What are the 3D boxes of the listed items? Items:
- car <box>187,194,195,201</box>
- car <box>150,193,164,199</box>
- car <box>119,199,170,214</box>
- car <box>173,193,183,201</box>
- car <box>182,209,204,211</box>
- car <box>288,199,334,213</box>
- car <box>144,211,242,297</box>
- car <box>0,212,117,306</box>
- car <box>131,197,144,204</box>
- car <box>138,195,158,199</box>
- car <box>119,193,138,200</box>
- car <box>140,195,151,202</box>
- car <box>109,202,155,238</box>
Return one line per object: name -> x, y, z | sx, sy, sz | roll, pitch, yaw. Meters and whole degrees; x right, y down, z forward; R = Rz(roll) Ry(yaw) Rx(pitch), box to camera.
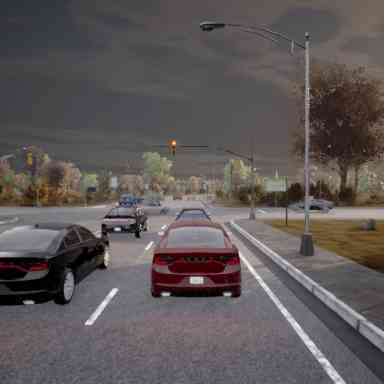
car -> -0.204, 1.348, 85.809 | 2.097, 1.767, 4.553 | 0, 0, 0
car -> -7.197, 1.221, 64.551 | 2.150, 2.045, 5.566 | 0, 0, 1
car -> -4.359, 1.601, 31.570 | 1.895, 1.301, 4.718 | 0, 0, 39
car -> -3.703, 1.217, 85.445 | 2.150, 2.045, 5.566 | 0, 0, 0
car -> 0.061, 1.564, 17.605 | 1.994, 1.385, 4.181 | 0, 0, 0
car -> 13.171, 1.491, 37.011 | 4.902, 1.511, 2.128 | 0, 0, 3
car -> 0.081, 1.478, 8.616 | 1.882, 1.535, 5.008 | 0, 0, 0
car -> -3.417, 1.478, 8.141 | 1.882, 1.535, 5.008 | 0, 0, 0
car -> -10.686, 1.601, 65.623 | 1.895, 1.301, 4.718 | 0, 0, 0
car -> -7.223, 1.564, 55.437 | 1.994, 1.385, 4.181 | 0, 0, -1
car -> -10.685, 1.221, 55.856 | 2.150, 2.045, 5.566 | 0, 0, 2
car -> -10.684, 1.500, 75.904 | 1.837, 1.490, 4.892 | 0, 0, 0
car -> -3.434, 1.491, 17.628 | 2.128, 1.511, 4.902 | 0, 0, -1
